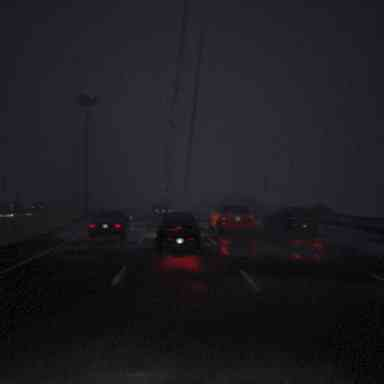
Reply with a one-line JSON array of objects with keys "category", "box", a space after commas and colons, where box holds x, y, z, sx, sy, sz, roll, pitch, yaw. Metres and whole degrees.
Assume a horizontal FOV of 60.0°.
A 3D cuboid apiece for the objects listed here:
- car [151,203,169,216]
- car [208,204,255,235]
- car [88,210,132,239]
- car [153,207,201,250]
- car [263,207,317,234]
[{"category": "car", "box": [-3.116, 1.845, 33.538, 2.033, 1.411, 5.357, 0, 0, -11]}, {"category": "car", "box": [2.315, 1.520, 20.446, 2.097, 1.767, 4.553, 0, -1, -6]}, {"category": "car", "box": [-4.466, 1.721, 18.586, 2.033, 1.411, 5.357, 0, 0, -6]}, {"category": "car", "box": [-0.667, 1.638, 15.138, 1.837, 1.490, 4.892, 0, -1, -5]}, {"category": "car", "box": [5.850, 1.650, 20.375, 2.128, 1.511, 4.902, 0, 0, -6]}]
